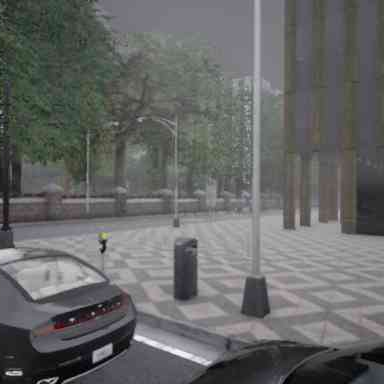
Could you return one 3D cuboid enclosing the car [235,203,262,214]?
[{"bbox_3d":[7.839,2.279,45.740,2.033,1.411,5.357,0,-1,35],"label":"car"}]

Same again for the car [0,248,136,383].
[{"bbox_3d":[-2.761,1.510,4.911,4.403,1.369,2.008,1,0,35],"label":"car"}]

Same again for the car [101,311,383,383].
[{"bbox_3d":[1.740,1.570,1.727,4.313,1.339,1.947,1,0,35],"label":"car"}]
